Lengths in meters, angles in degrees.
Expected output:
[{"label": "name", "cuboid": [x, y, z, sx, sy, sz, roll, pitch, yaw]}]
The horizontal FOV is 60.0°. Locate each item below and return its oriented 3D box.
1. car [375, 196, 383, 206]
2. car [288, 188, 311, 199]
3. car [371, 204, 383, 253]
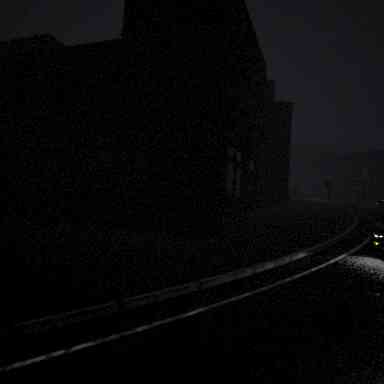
[{"label": "car", "cuboid": [21.272, 0.880, 35.165, 2.097, 1.767, 4.553, 3, 2, 9]}, {"label": "car", "cuboid": [16.979, 0.151, 52.872, 2.128, 1.511, 4.902, 4, 2, -13]}, {"label": "car", "cuboid": [8.173, 1.424, 12.709, 1.837, 1.490, 4.892, 2, 2, 36]}]
